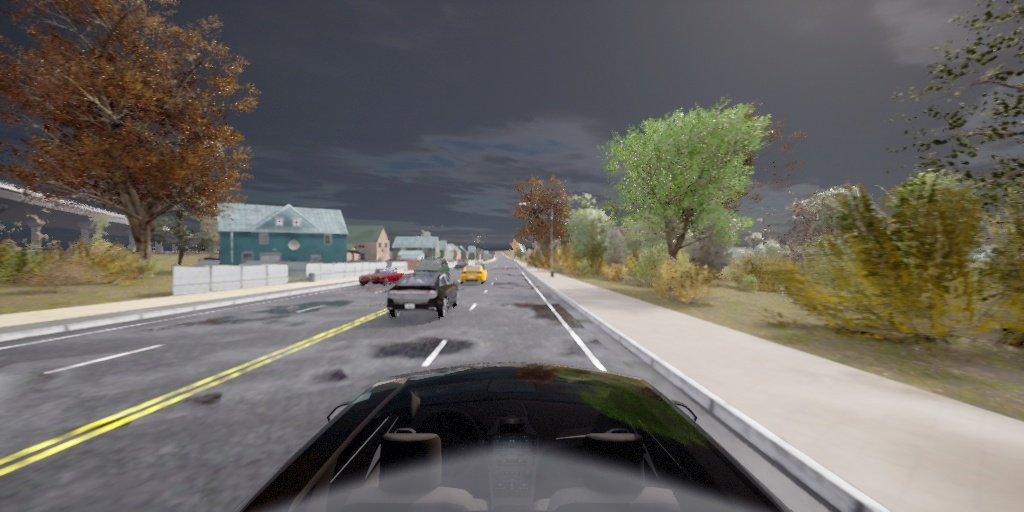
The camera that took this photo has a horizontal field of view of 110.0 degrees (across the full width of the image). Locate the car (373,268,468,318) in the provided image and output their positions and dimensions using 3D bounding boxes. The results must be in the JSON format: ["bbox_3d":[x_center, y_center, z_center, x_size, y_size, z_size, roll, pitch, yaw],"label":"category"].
[{"bbox_3d":[-3.154,1.362,13.500,2.128,1.511,4.902,0,-1,0],"label":"car"}]

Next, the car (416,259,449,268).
[{"bbox_3d":[-6.600,1.257,29.865,2.150,2.045,5.566,0,-1,0],"label":"car"}]

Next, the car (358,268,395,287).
[{"bbox_3d":[-9.852,1.609,27.179,1.895,1.301,4.718,0,-1,0],"label":"car"}]

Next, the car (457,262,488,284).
[{"bbox_3d":[-3.155,1.519,30.471,1.882,1.535,5.008,0,-1,0],"label":"car"}]
